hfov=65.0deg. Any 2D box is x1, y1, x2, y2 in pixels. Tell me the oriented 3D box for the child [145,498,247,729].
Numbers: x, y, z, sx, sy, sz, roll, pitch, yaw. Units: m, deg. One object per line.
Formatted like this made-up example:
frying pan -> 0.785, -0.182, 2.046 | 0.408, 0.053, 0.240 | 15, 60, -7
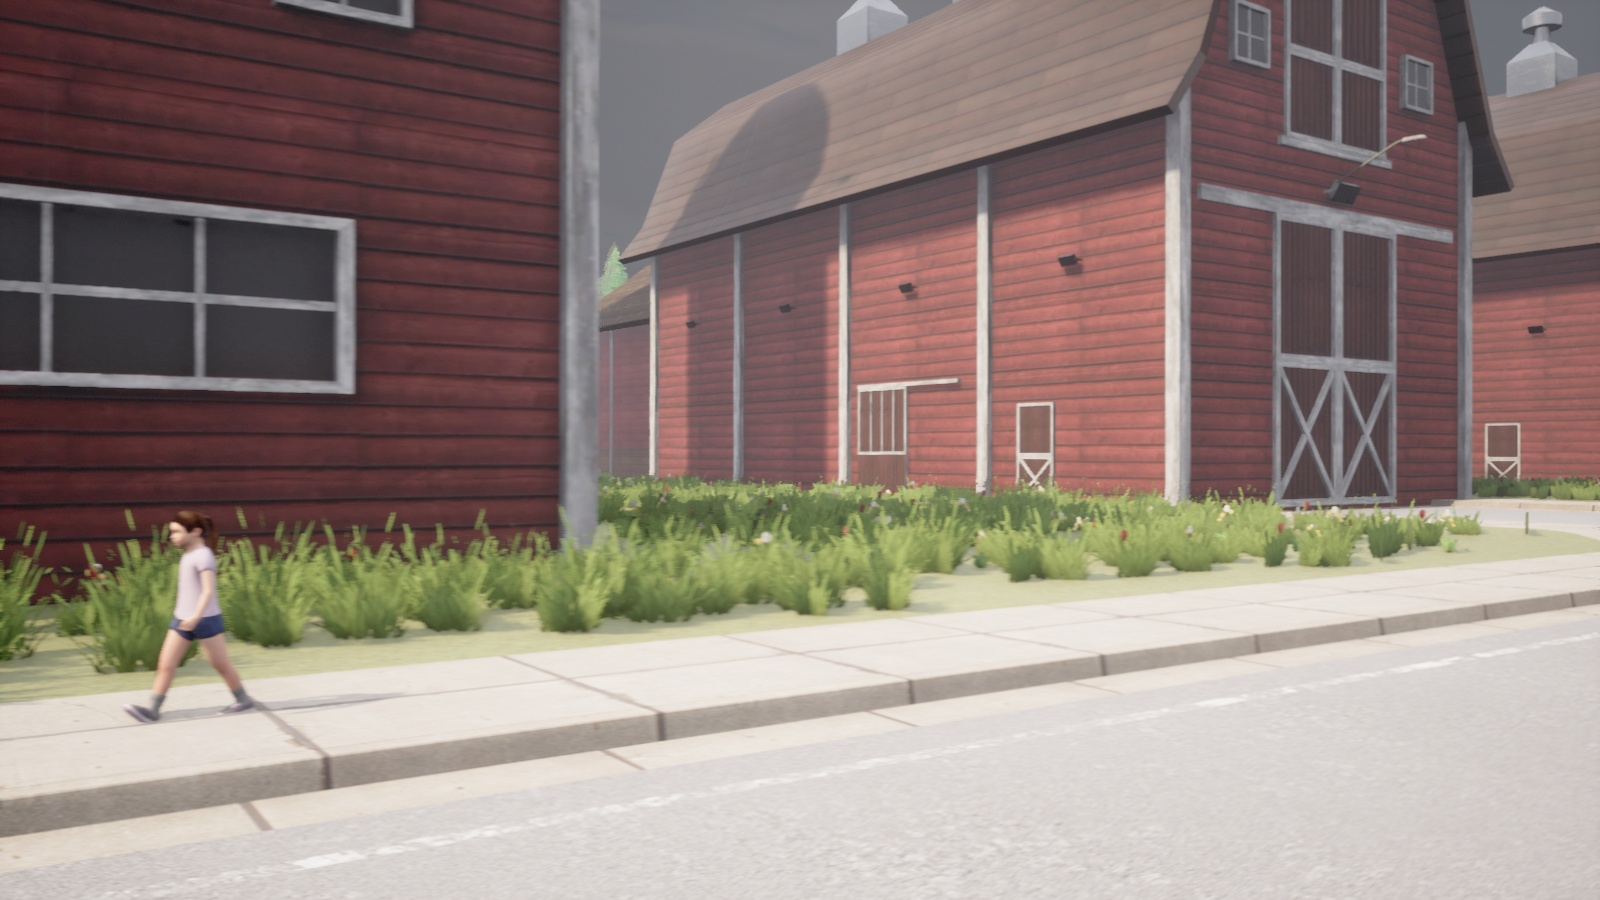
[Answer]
child -> -3.062, 0.808, 6.371 | 0.255, 1.110, 0.394 | 0, 0, 42
